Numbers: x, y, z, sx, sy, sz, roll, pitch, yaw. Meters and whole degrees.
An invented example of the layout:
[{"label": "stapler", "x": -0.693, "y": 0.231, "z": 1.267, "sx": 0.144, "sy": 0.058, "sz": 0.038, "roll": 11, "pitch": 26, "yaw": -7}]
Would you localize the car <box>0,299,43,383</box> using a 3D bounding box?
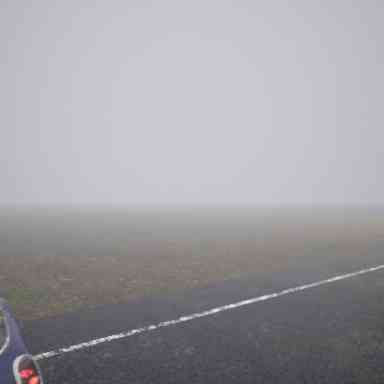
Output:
[{"label": "car", "x": -3.219, "y": 1.347, "z": 1.695, "sx": 4.553, "sy": 1.767, "sz": 2.097, "roll": 0, "pitch": 0, "yaw": -35}]
